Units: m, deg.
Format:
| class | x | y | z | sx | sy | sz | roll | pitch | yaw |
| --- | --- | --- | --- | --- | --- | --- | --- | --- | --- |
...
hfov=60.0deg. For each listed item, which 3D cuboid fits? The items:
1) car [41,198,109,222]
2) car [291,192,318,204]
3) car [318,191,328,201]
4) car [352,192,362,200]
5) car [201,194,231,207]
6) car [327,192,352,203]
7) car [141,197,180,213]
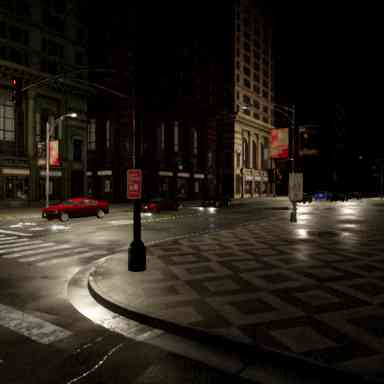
| class | x | y | z | sx | sy | sz | roll | pitch | yaw |
| --- | --- | --- | --- | --- | --- | --- | --- | --- | --- |
| car | -8.379 | 1.231 | 24.233 | 1.882 | 1.535 | 5.008 | 0 | 1 | 35 |
| car | 15.204 | 0.884 | 45.878 | 2.128 | 1.511 | 4.902 | 0 | 1 | 35 |
| car | 22.030 | 0.595 | 55.492 | 2.097 | 1.767 | 4.553 | 0 | 1 | 36 |
| car | 29.524 | 0.678 | 60.429 | 1.812 | 1.442 | 4.674 | 0 | 1 | 35 |
| car | 3.020 | 1.009 | 40.268 | 1.837 | 1.490 | 4.892 | 0 | 1 | 35 |
| car | 22.361 | 0.836 | 50.338 | 1.812 | 1.442 | 4.674 | 0 | 1 | 36 |
| car | -3.014 | 1.199 | 31.783 | 1.994 | 1.385 | 4.181 | 0 | 1 | 36 |
